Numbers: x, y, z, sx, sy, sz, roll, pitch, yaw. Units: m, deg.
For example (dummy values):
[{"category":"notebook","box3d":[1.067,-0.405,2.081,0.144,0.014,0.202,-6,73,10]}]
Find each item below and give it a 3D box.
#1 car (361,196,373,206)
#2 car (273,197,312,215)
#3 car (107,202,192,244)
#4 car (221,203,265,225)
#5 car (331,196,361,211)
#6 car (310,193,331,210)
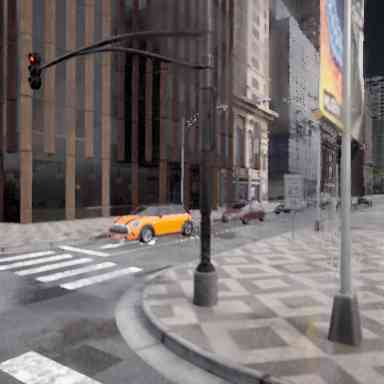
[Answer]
[{"category":"car","box3d":[26.740,1.412,51.680,1.837,1.490,4.892,0,0,36]},{"category":"car","box3d":[9.930,1.522,33.331,2.033,1.411,5.357,0,0,35]},{"category":"car","box3d":[-1.979,1.393,16.463,2.097,1.767,4.553,0,0,36]},{"category":"car","box3d":[3.942,1.534,24.832,1.812,1.442,4.674,0,0,35]},{"category":"car","box3d":[18.734,1.462,40.289,1.837,1.490,4.892,0,0,35]},{"category":"car","box3d":[16.101,1.160,42.008,2.150,2.045,5.566,0,0,35]}]
